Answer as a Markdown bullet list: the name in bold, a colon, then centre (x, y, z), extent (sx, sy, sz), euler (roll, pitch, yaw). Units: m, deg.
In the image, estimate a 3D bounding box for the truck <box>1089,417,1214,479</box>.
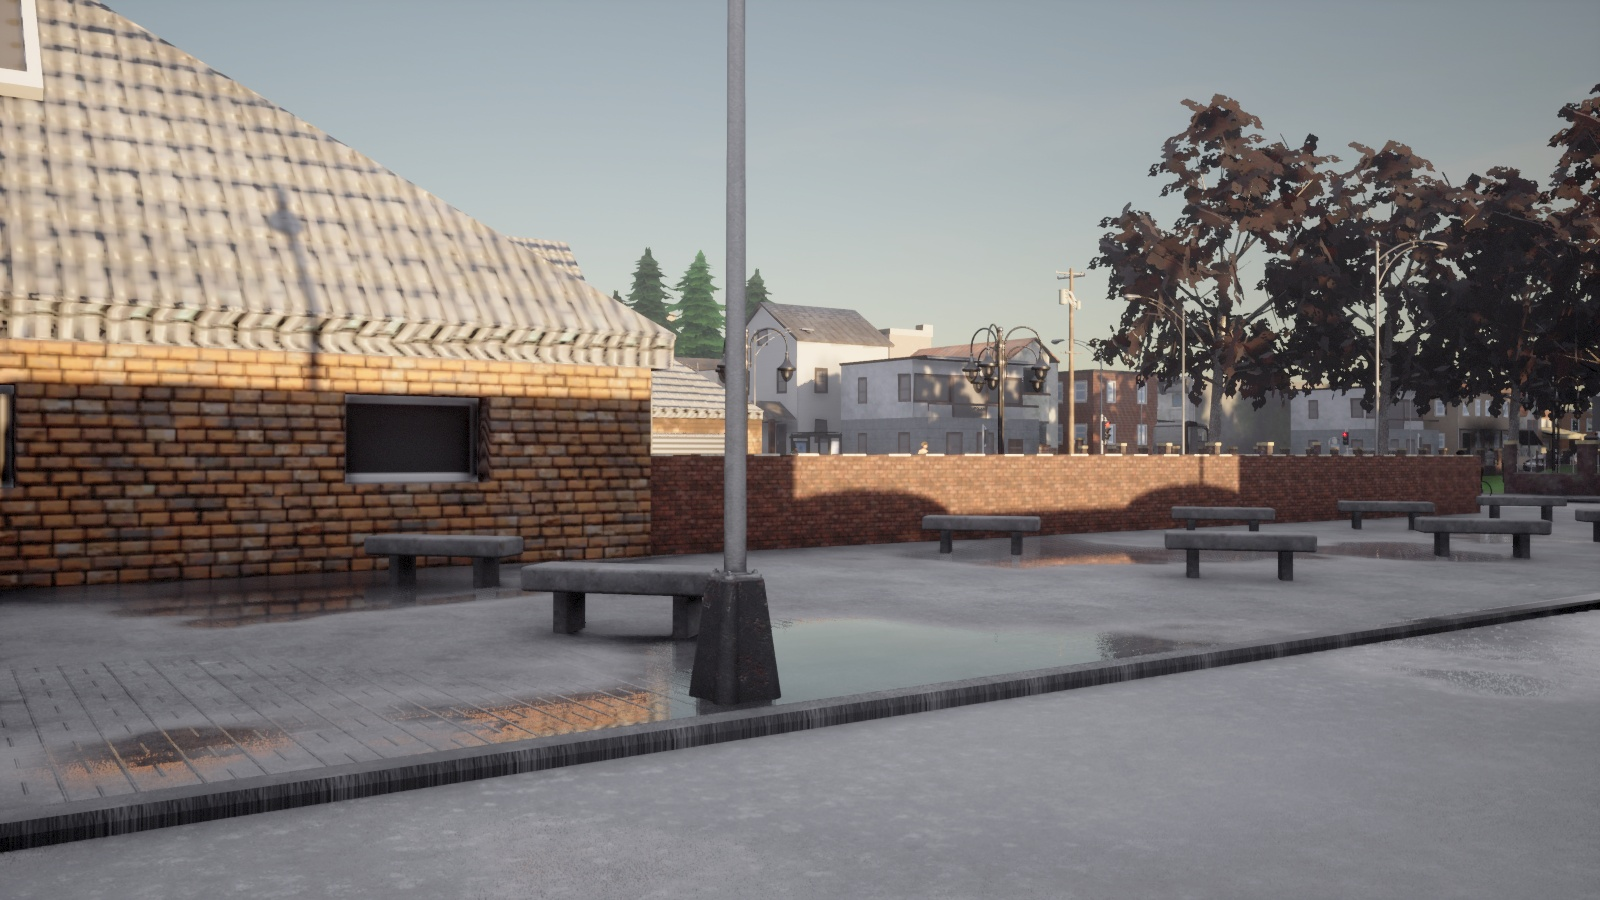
- **truck**: centre (20.808, -0.100, 74.047), extent (7.936, 3.462, 2.891), euler (0, 0, -37)
